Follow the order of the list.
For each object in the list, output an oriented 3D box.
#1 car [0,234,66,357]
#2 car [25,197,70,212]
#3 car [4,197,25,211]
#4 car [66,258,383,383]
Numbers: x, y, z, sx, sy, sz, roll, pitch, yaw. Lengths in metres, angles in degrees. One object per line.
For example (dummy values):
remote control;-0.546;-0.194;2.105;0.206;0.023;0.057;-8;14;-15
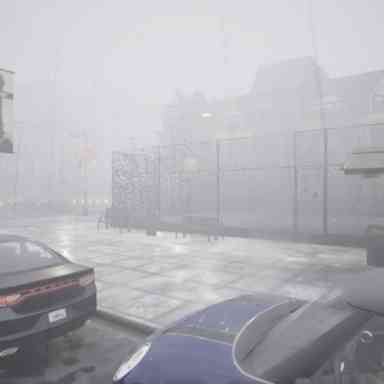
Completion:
car;-3.808;1.491;5.839;5.008;1.535;2.097;0;0;35
car;-17.121;1.420;40.159;2.097;1.767;4.553;0;0;35
car;-20.696;1.428;41.155;2.097;1.767;4.553;0;0;35
car;1.510;1.354;2.231;4.553;1.767;2.185;0;0;35
